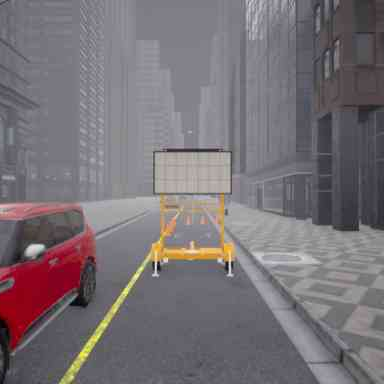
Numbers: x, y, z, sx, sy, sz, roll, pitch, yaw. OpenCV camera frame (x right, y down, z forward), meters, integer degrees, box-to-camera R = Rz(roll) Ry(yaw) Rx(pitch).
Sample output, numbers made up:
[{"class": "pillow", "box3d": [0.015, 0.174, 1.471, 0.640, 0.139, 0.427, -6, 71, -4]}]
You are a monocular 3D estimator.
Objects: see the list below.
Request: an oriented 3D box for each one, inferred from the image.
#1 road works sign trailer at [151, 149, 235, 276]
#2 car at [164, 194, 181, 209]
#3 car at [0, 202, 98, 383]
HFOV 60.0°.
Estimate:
[{"class": "road works sign trailer", "box3d": [0.022, 0.472, 10.307, 2.380, 3.560, 2.880, 0, 0, 0]}, {"class": "car", "box3d": [-3.046, 1.445, 47.175, 2.097, 1.767, 4.553, 0, 0, 0]}, {"class": "car", "box3d": [-3.096, 1.224, 5.048, 2.150, 2.045, 5.566, 0, 0, 0]}]
